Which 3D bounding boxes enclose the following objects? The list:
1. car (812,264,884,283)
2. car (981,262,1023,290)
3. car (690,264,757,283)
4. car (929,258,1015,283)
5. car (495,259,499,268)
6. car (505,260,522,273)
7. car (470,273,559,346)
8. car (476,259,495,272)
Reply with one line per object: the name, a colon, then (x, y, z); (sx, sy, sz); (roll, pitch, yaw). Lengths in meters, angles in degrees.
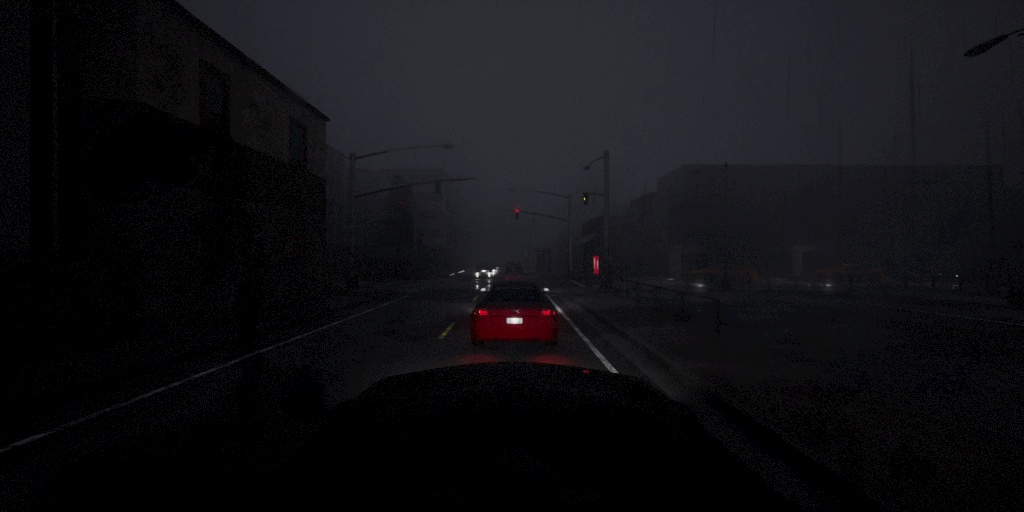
car: (27.558, 1.404, 29.524); (5.008, 1.535, 1.882); (0, 0, 0)
car: (37.812, 1.417, 25.841); (4.902, 1.511, 2.128); (0, 0, 0)
car: (17.332, 1.404, 29.515); (5.008, 1.535, 1.882); (0, 0, 0)
car: (38.047, 1.148, 29.516); (5.566, 2.045, 2.150); (0, 0, 0)
car: (-3.515, 1.351, 56.365); (1.895, 1.301, 4.718); (0, 0, 0)
car: (0.180, 1.241, 41.163); (2.128, 1.511, 4.902); (0, 0, 0)
car: (0.073, 1.314, 9.461); (1.994, 1.385, 4.181); (0, 0, 1)
car: (-3.539, 1.276, 46.332); (1.812, 1.442, 4.674); (0, 0, 0)
